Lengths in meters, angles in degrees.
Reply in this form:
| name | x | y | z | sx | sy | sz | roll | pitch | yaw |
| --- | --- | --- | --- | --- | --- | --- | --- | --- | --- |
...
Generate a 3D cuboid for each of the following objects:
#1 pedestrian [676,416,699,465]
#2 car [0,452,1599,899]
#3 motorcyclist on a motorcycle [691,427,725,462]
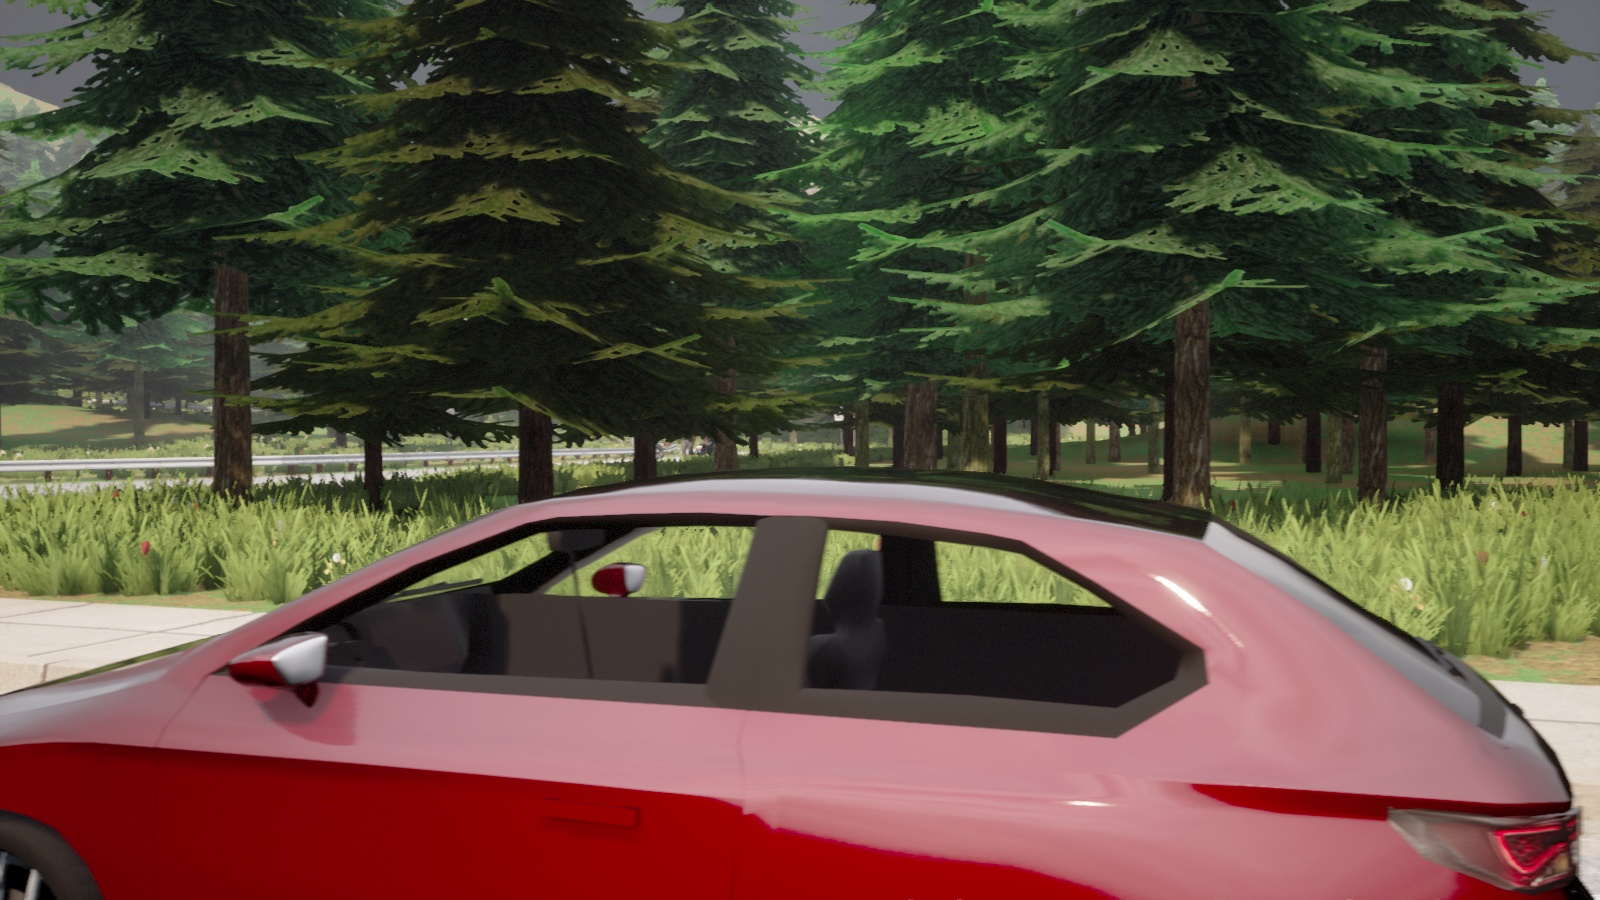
| name | x | y | z | sx | sy | sz | roll | pitch | yaw |
| --- | --- | --- | --- | --- | --- | --- | --- | --- | --- |
| pedestrian | -4.340 | -0.374 | 48.487 | 0.563 | 1.883 | 0.849 | 1 | 1 | 23 |
| car | -0.393 | 0.781 | 3.325 | 4.193 | 1.474 | 1.816 | 1 | 1 | 19 |
| motorcyclist on a motorcycle | -4.428 | -0.290 | 60.705 | 0.766 | 1.649 | 2.350 | 1 | 1 | 20 |
